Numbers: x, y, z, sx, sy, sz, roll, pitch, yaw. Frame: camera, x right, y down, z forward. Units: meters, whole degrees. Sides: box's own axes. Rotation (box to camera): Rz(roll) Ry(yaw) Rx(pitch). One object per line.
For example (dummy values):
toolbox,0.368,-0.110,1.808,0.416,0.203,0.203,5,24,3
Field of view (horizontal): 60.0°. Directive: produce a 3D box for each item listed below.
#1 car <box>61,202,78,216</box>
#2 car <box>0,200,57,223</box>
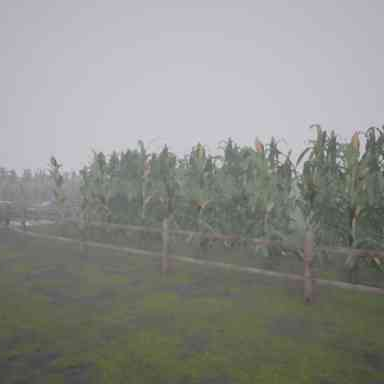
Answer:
car,-11.158,1.343,26.258,1.994,1.385,4.181,0,0,36
car,-11.819,1.306,21.098,2.033,1.411,5.357,0,0,40
